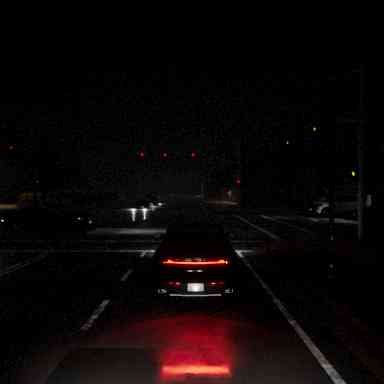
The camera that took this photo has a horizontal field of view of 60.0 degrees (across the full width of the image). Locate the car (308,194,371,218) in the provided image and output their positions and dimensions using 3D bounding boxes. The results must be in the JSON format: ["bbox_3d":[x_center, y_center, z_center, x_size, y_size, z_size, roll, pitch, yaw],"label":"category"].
[{"bbox_3d":[13.432,1.221,29.918,5.566,2.045,2.150,0,0,-1],"label":"car"}]

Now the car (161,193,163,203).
[{"bbox_3d":[-7.110,1.221,68.195,2.150,2.045,5.566,0,0,0],"label":"car"}]

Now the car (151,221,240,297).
[{"bbox_3d":[0.072,1.505,8.534,1.837,1.490,4.892,0,0,0],"label":"car"}]

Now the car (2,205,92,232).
[{"bbox_3d":[-8.354,1.493,19.369,4.902,1.511,2.128,0,0,2],"label":"car"}]

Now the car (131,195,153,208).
[{"bbox_3d":[-7.156,1.526,47.165,1.812,1.442,4.674,0,0,0],"label":"car"}]

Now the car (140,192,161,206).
[{"bbox_3d":[-7.163,1.219,56.918,2.150,2.045,5.566,0,0,0],"label":"car"}]

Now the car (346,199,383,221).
[{"bbox_3d":[15.206,1.526,26.473,4.674,1.442,1.812,0,0,-1],"label":"car"}]
